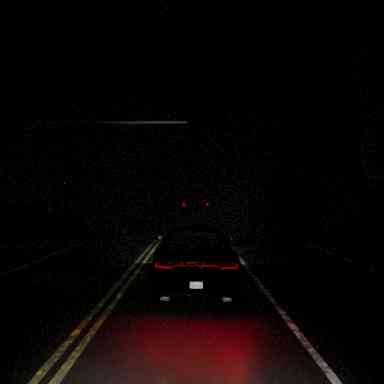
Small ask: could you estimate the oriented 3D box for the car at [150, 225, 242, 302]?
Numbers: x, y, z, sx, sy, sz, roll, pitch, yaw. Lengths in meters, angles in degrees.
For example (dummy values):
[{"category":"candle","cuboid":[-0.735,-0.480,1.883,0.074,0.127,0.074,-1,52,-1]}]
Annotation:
[{"category":"car","cuboid":[0.085,1.594,8.582,1.882,1.535,5.008,1,-1,0]}]
